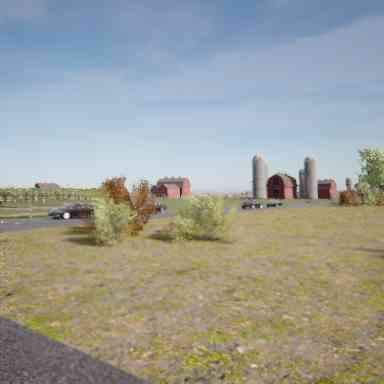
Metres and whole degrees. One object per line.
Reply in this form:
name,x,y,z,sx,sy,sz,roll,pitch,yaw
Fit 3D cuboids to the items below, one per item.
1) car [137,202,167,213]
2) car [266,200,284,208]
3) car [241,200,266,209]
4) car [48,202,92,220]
car,-5.030,1.829,39.377,2.128,1.511,4.902,-1,-1,36
car,15.373,2.213,61.548,1.895,1.301,4.718,-1,-1,36
car,9.682,2.008,53.579,1.837,1.490,4.892,-1,-1,36
car,-10.976,1.731,31.128,1.837,1.490,4.892,-1,-1,36
